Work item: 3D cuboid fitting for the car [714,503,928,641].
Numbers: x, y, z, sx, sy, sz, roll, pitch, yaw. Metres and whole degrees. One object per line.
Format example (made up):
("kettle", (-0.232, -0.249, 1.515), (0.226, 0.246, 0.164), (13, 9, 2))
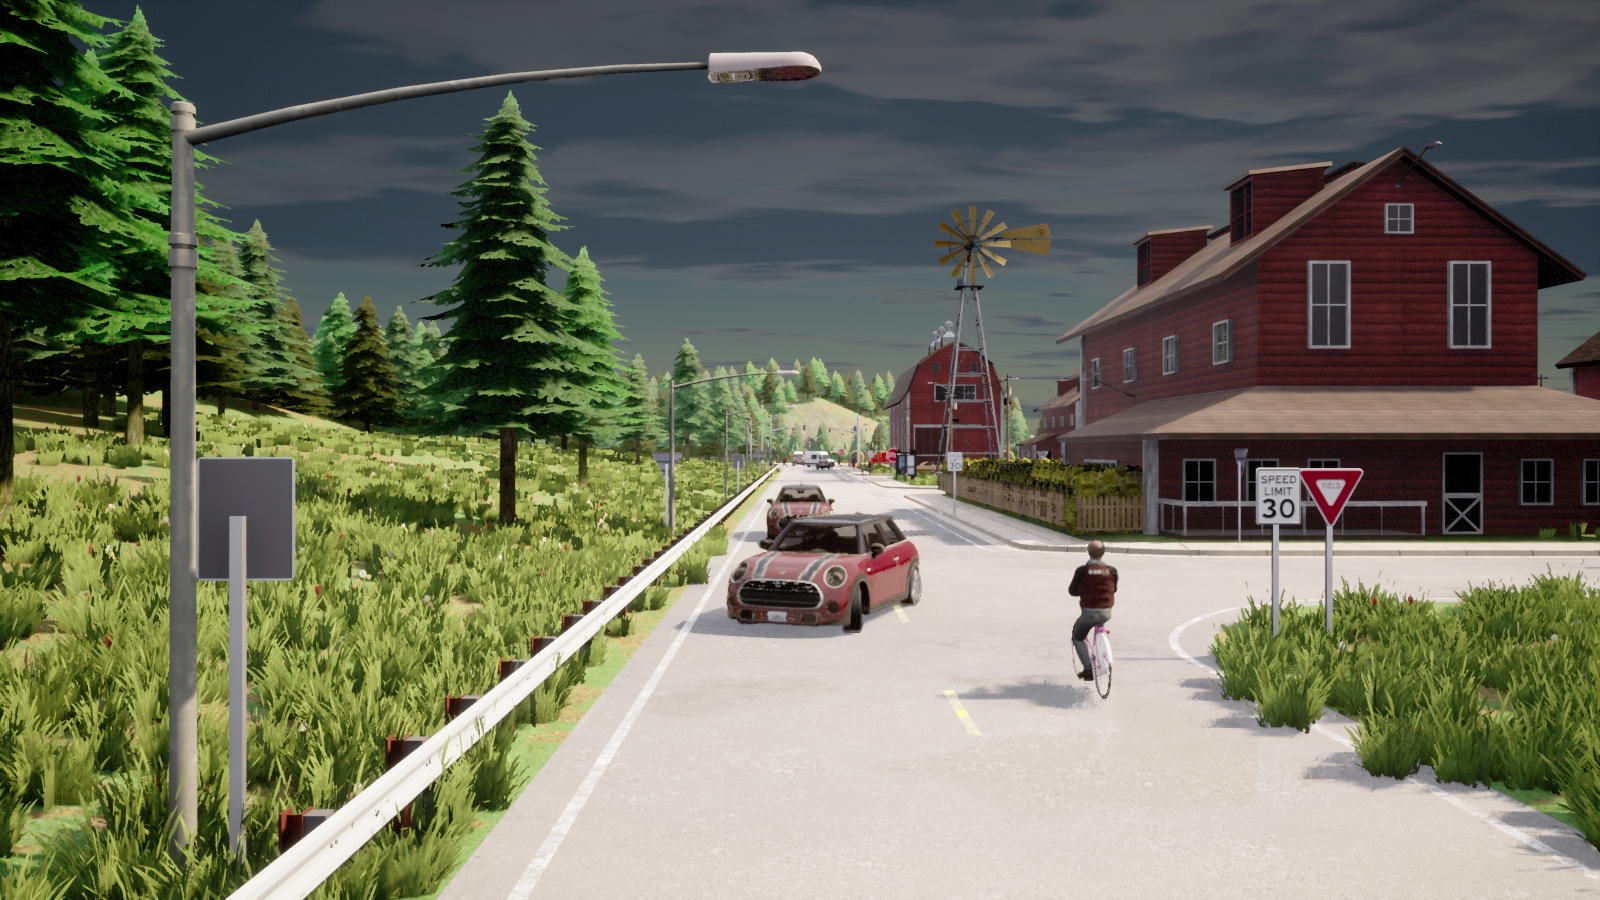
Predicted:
("car", (0.513, 1.898, 19.157), (2.097, 1.767, 4.553), (0, 0, 22))

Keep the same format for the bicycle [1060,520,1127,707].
("bicycle", (3.403, 1.836, 13.357), (0.329, 1.919, 1.835), (0, 0, 1))

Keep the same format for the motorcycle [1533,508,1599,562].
("motorcycle", (19.303, 2.065, 27.928), (2.209, 1.251, 0.867), (0, 0, 0))

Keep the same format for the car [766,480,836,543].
("car", (0.055, 1.906, 36.466), (2.097, 1.767, 4.553), (0, 0, 0))
